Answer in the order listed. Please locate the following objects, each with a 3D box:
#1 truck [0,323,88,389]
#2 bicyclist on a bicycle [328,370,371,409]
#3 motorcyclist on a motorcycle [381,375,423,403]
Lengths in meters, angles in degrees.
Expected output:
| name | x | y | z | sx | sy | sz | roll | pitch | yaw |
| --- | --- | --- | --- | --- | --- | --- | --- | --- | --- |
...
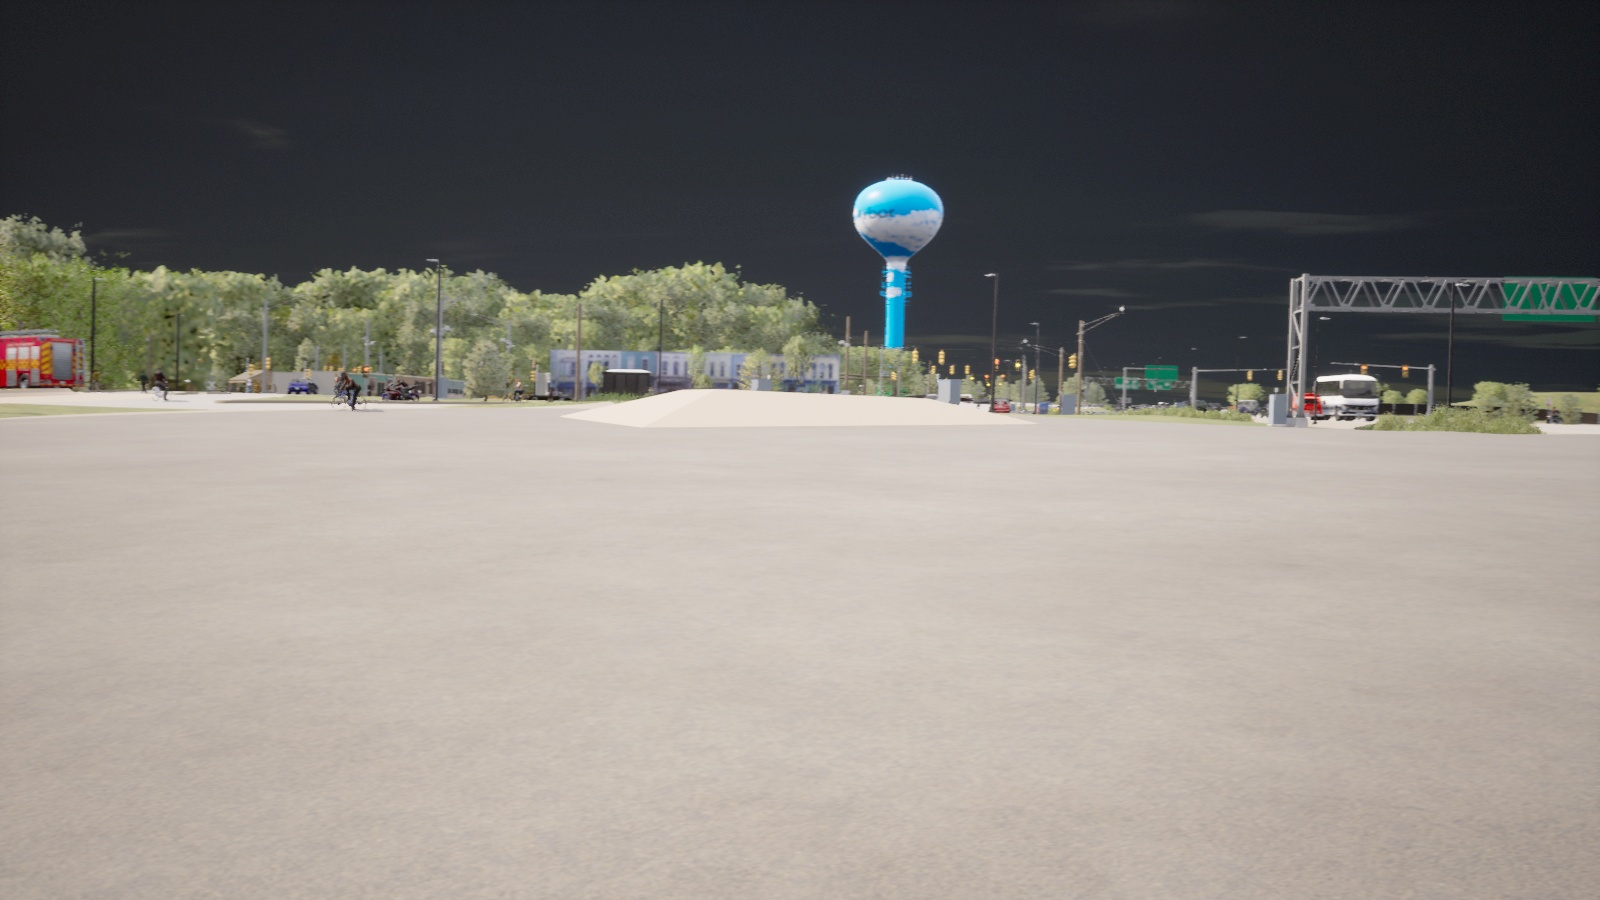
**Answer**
| name | x | y | z | sx | sy | sz | roll | pitch | yaw |
| --- | --- | --- | --- | --- | --- | --- | --- | --- | --- |
| truck | -48.765 | -5.822 | 78.885 | 8.468 | 3.827 | 2.891 | 1 | 1 | 28 |
| bicyclist on a bicycle | -19.405 | -2.607 | 54.118 | 0.582 | 1.620 | 1.656 | 5 | 5 | 39 |
| motorcyclist on a motorcycle | -23.398 | -3.592 | 73.879 | 2.191 | 1.530 | 0.866 | 2 | 1 | 0 |
